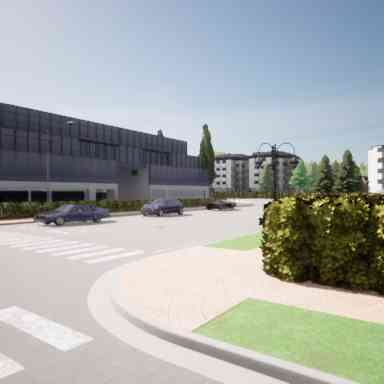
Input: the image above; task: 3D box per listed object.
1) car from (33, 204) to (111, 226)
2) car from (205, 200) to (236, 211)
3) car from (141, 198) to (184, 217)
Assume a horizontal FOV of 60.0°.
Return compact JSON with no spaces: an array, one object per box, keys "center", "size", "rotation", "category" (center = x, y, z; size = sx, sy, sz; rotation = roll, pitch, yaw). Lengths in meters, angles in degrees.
[{"center":[-8.452,1.559,23.986],"size":[2.033,1.411,5.357],"rotation":[0,0,37],"category":"car"},{"center":[3.554,1.612,40.856],"size":[1.895,1.301,4.718],"rotation":[0,0,35],"category":"car"},{"center":[-2.811,1.364,31.871],"size":[2.097,1.767,4.553],"rotation":[0,0,35],"category":"car"}]
